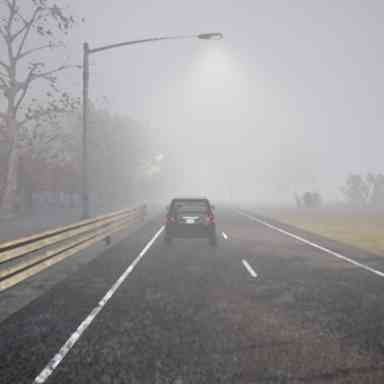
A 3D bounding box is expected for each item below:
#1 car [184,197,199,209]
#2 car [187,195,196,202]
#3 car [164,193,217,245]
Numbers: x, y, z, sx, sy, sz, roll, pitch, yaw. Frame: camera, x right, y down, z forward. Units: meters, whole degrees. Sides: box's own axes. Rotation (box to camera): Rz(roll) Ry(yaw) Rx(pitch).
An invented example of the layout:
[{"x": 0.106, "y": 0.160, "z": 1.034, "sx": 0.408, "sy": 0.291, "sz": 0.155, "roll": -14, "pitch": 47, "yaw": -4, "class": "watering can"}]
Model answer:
[{"x": -0.077, "y": 1.481, "z": 45.526, "sx": 1.837, "sy": 1.490, "sz": 4.892, "roll": 0, "pitch": 0, "yaw": 0, "class": "car"}, {"x": -0.084, "y": 1.441, "z": 73.170, "sx": 1.837, "sy": 1.490, "sz": 4.892, "roll": 0, "pitch": 0, "yaw": 0, "class": "car"}, {"x": -0.068, "y": 1.220, "z": 15.575, "sx": 2.150, "sy": 2.045, "sz": 5.566, "roll": 0, "pitch": 0, "yaw": 0, "class": "car"}]
